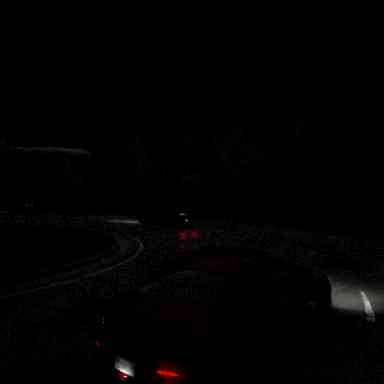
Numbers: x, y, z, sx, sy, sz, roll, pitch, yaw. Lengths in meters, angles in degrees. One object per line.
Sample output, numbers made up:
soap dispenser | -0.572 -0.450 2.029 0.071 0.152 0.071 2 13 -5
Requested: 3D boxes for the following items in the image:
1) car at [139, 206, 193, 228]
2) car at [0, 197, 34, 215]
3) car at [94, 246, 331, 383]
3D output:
car | -2.074 1.811 25.253 2.128 1.511 4.902 1 -1 -44
car | -21.632 1.675 40.500 5.566 2.045 2.150 0 -1 32
car | 0.715 1.596 5.170 1.812 1.442 4.674 0 0 37
